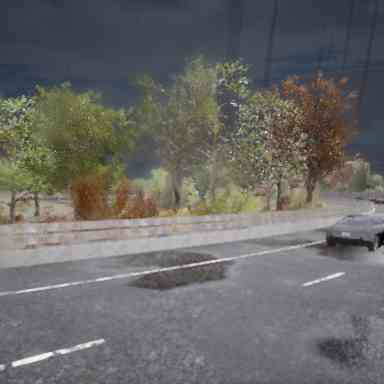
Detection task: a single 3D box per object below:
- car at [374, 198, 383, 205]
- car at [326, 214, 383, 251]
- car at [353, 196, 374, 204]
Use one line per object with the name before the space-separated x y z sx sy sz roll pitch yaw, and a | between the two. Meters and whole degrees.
car | 43.804 2.211 78.779 1.882 1.535 5.008 0 0 5
car | 7.729 1.705 14.936 4.181 1.385 1.994 1 0 -43
car | 40.335 1.939 79.240 2.150 2.045 5.566 0 0 5
